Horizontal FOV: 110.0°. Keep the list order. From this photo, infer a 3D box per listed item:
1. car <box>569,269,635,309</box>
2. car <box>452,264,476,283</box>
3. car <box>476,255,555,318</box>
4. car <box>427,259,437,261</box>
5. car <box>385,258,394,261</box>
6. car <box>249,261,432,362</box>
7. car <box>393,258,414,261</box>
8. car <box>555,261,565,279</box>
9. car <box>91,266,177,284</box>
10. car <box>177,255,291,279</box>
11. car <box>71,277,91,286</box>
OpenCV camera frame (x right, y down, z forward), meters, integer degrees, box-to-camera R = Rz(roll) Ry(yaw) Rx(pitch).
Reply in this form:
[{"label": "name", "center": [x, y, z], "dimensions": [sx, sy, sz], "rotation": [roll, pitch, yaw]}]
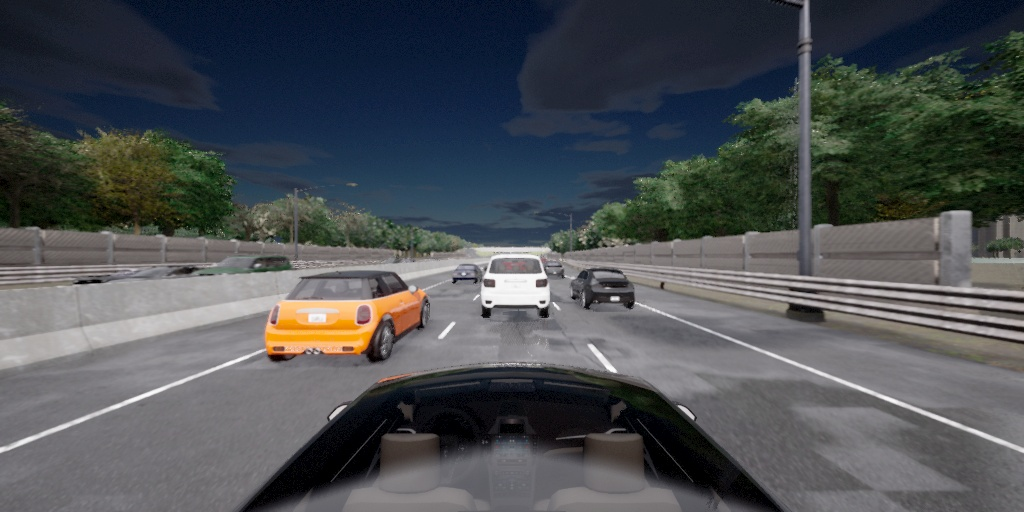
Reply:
[{"label": "car", "center": [3.618, 1.254, 14.986], "dimensions": [1.837, 1.490, 4.892], "rotation": [0, 0, 0]}, {"label": "car", "center": [-3.337, 1.296, 27.422], "dimensions": [2.033, 1.411, 5.357], "rotation": [0, 0, 0]}, {"label": "car", "center": [0.113, 0.970, 13.197], "dimensions": [2.150, 2.045, 5.566], "rotation": [0, 0, 0]}, {"label": "car", "center": [-13.682, 1.229, 61.530], "dimensions": [1.882, 1.535, 5.008], "rotation": [0, 0, 1]}, {"label": "car", "center": [-20.673, 1.103, 61.680], "dimensions": [2.097, 1.767, 4.553], "rotation": [0, 0, 1]}, {"label": "car", "center": [-3.394, 1.101, 8.382], "dimensions": [2.097, 1.767, 4.553], "rotation": [0, 0, 0]}, {"label": "car", "center": [-17.218, 1.243, 58.983], "dimensions": [2.128, 1.511, 4.902], "rotation": [0, 0, 1]}, {"label": "car", "center": [3.698, 1.241, 33.141], "dimensions": [2.128, 1.511, 4.902], "rotation": [0, 0, 0]}, {"label": "car", "center": [-17.570, 1.251, 18.298], "dimensions": [1.837, 1.490, 4.892], "rotation": [0, 0, 0]}, {"label": "car", "center": [-14.068, 0.969, 19.142], "dimensions": [2.150, 2.045, 5.566], "rotation": [0, 0, 0]}, {"label": "car", "center": [-21.063, 1.347, 20.066], "dimensions": [1.895, 1.301, 4.718], "rotation": [0, 0, 0]}]
